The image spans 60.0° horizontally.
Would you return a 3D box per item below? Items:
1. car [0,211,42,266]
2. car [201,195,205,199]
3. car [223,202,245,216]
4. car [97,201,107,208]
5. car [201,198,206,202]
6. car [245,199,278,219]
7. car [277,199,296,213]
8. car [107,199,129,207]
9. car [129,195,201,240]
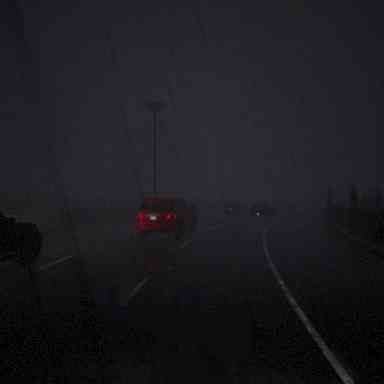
[{"bbox_3d":[-6.298,1.274,8.817,2.150,2.045,5.566,0,0,6],"label":"car"},{"bbox_3d":[0.304,1.591,57.079,2.150,2.045,5.566,0,-1,35],"label":"car"},{"bbox_3d":[4.825,1.801,36.110,1.994,1.385,4.181,0,0,24],"label":"car"},{"bbox_3d":[-10.653,1.785,44.805,1.837,1.490,4.892,0,-1,26],"label":"car"},{"bbox_3d":[-0.608,1.685,32.287,1.882,1.535,5.008,0,0,20],"label":"car"},{"bbox_3d":[6.749,1.716,31.750,1.837,1.490,4.892,0,0,22],"label":"car"},{"bbox_3d":[11.597,1.630,41.703,2.097,1.767,4.553,0,-1,29],"label":"car"},{"bbox_3d":[-6.812,1.753,36.141,1.812,1.442,4.674,0,0,22],"label":"car"},{"bbox_3d":[-1.228,1.338,18.187,2.150,2.045,5.566,0,0,12],"label":"car"}]
